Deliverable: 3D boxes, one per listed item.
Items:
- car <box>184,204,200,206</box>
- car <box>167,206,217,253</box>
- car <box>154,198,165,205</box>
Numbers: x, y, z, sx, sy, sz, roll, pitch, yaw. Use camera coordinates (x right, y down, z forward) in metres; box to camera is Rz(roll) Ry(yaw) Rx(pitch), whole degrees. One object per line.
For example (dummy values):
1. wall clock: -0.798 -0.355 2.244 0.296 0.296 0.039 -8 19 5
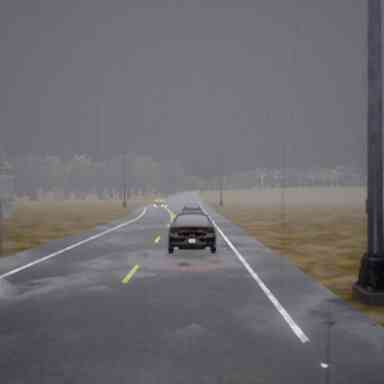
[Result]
1. car: 0.015 1.771 29.307 2.128 1.511 4.902 0 0 0
2. car: 0.012 1.617 14.461 1.882 1.535 5.008 0 0 0
3. car: -6.977 2.030 71.644 1.882 1.535 5.008 0 0 0
